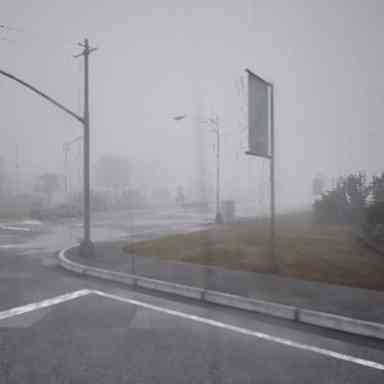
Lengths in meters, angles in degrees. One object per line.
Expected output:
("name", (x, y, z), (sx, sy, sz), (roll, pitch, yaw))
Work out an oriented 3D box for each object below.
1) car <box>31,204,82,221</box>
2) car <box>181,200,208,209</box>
("car", (-11.608, 1.719, 28.702), (1.994, 1.385, 4.181), (0, 0, 32))
("car", (0.412, 1.764, 47.707), (1.895, 1.301, 4.718), (0, 0, 32))
